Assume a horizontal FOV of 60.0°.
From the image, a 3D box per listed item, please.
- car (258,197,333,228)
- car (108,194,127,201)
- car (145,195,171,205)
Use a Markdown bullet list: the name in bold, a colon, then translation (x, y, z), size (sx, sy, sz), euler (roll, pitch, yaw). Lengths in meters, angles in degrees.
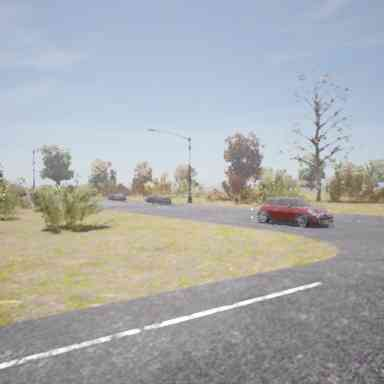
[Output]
- **car**: translation (6.286, 1.122, 20.540), size (2.097, 1.767, 4.553), euler (-1, 1, -35)
- **car**: translation (-13.889, 0.988, 61.493), size (2.033, 1.411, 5.357), euler (-1, 1, -35)
- **car**: translation (-5.055, 1.076, 48.891), size (2.033, 1.411, 5.357), euler (-1, 1, -35)
